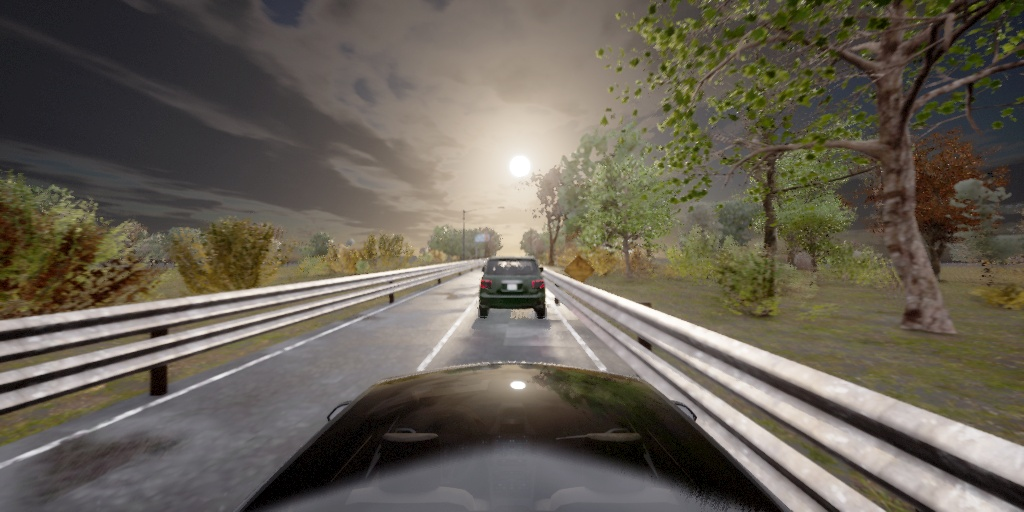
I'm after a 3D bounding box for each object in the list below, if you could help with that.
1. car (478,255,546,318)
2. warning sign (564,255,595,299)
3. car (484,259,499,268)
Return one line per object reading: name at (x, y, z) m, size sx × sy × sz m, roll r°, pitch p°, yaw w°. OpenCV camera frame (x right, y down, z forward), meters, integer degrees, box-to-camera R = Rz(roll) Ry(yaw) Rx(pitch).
car at (0.028, 0.990, 13.245) m, size 2.150 × 2.045 × 5.566 m, roll 0°, pitch 0°, yaw 1°
warning sign at (2.849, 0.879, 15.098) m, size 1.300 × 1.860 × 1.060 m, roll 0°, pitch 0°, yaw 0°
car at (-3.288, 1.201, 58.772) m, size 2.033 × 1.411 × 5.357 m, roll 0°, pitch 0°, yaw 1°
